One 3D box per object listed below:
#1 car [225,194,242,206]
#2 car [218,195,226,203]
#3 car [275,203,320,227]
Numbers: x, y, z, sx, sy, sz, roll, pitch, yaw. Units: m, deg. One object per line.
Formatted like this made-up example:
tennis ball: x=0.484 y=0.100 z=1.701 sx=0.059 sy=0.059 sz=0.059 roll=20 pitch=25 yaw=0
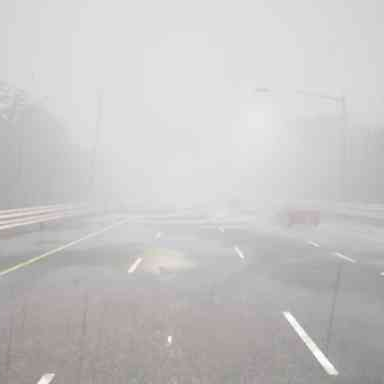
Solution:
car: x=7.088 y=1.535 z=55.169 sx=1.812 sy=1.442 sz=4.674 roll=0 pitch=0 yaw=0
car: x=7.122 y=1.525 z=70.747 sx=1.812 sy=1.442 sz=4.674 roll=0 pitch=0 yaw=0
car: x=7.024 y=1.498 z=22.668 sx=1.882 sy=1.535 sz=5.008 roll=0 pitch=0 yaw=0
